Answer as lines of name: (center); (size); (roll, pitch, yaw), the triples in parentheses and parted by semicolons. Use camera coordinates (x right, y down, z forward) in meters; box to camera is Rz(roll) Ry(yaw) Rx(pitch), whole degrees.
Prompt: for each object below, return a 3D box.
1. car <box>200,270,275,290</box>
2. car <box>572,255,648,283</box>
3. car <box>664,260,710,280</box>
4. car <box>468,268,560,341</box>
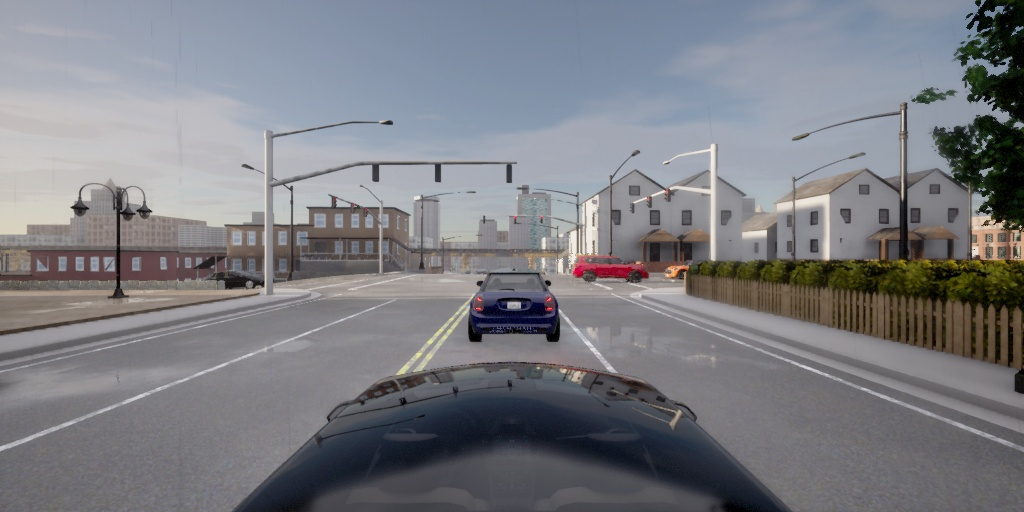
car: (-20.511, 1.789, 26.815); (4.892, 1.490, 1.837); (-5, 0, -1)
car: (7.375, 0.974, 27.277); (5.566, 2.045, 2.150); (0, 1, 6)
car: (15.717, 1.102, 31.105); (4.553, 1.767, 2.097); (0, 0, -1)
car: (0.054, 1.102, 10.009); (2.097, 1.767, 4.553); (0, 0, 0)
